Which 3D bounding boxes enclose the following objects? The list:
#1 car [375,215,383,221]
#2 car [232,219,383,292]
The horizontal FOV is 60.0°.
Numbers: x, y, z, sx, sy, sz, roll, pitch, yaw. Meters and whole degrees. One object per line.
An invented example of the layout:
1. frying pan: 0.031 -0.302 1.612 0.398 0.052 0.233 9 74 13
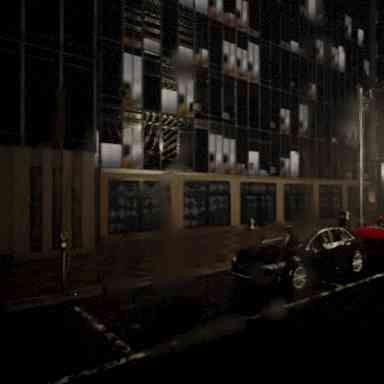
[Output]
1. car: 7.538 1.531 12.294 4.507 1.381 1.887 0 0 -37
2. car: 2.989 1.552 8.878 4.403 1.369 2.008 0 0 -37
